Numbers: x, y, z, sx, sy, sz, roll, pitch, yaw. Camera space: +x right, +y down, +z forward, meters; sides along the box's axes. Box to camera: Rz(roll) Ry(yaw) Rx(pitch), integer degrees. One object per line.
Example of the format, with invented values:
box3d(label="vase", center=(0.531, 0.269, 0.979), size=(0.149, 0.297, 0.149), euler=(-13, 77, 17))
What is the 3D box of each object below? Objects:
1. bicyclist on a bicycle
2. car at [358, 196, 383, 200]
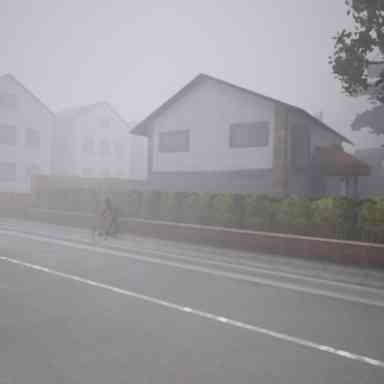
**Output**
box3d(label="bicyclist on a bicycle", center=(-2.992, 1.047, 12.226), size=(0.582, 1.620, 1.656), euler=(2, 2, 35))
box3d(label="car", center=(14.631, 1.055, 25.868), size=(3.806, 1.475, 1.970), euler=(2, 1, 35))
